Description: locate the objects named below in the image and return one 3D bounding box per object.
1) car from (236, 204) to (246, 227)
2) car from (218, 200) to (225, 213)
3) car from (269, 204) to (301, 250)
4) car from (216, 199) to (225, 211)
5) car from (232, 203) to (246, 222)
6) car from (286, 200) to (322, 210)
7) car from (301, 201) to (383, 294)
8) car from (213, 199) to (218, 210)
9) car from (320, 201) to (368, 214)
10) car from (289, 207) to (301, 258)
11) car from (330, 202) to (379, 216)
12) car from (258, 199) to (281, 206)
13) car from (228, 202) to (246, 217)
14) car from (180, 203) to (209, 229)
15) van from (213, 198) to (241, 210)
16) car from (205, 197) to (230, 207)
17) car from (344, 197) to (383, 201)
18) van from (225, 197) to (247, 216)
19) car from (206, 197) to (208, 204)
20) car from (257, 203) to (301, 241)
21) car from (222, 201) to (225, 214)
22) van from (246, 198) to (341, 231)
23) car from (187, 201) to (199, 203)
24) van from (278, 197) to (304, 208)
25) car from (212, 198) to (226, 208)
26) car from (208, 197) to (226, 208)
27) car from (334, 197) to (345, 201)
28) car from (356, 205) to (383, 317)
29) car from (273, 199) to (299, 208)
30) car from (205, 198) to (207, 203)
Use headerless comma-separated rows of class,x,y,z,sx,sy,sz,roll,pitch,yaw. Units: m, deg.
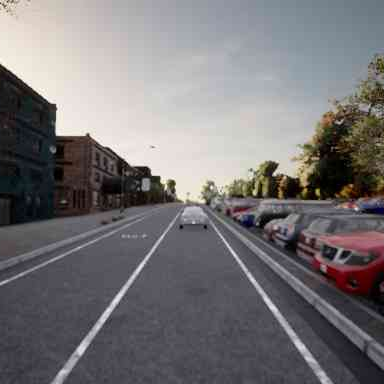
car,5.644,1.722,21.303,5.008,1.535,2.097,0,-1,0
car,5.817,1.876,35.319,5.366,1.575,1.946,0,-1,0
car,5.629,1.501,12.895,4.553,1.767,2.185,0,-1,0
car,5.623,1.912,38.118,5.008,1.535,2.097,0,-1,0
car,5.617,1.783,24.106,4.792,1.488,2.163,0,-1,0
car,18.501,2.144,55.051,5.366,1.575,1.946,0,-1,0
car,5.639,1.313,7.290,5.566,2.045,2.435,0,-1,0
car,5.592,2.014,43.725,4.792,1.488,2.163,0,-1,0
car,18.699,1.951,41.127,5.008,1.535,2.097,0,-1,0
car,5.633,1.470,10.092,4.553,1.767,2.185,0,-1,0
car,18.705,1.957,38.466,4.674,1.452,2.002,0,-1,0
car,18.682,2.569,80.109,5.008,1.535,2.097,0,-1,0
car,5.613,1.814,26.909,4.792,1.488,2.163,0,-1,0
car,0.102,1.805,24.062,1.812,1.442,4.674,0,-1,0
van,5.724,1.919,54.940,4.442,1.987,1.878,0,-1,0
car,5.632,2.205,74.560,5.566,2.045,2.435,0,-1,0
car,18.686,1.602,32.900,5.566,2.045,2.435,0,-1,0
van,5.522,1.591,29.715,4.442,1.987,1.878,0,-1,0
car,5.569,2.141,63.349,4.553,1.767,2.185,0,-1,0
car,5.688,1.533,15.698,4.553,1.767,2.185,0,-1,0
car,5.665,1.877,32.515,4.792,1.488,2.163,0,-1,0
van,5.536,1.464,18.502,4.442,1.987,1.878,0,-1,0
car,0.103,1.834,41.025,2.097,1.767,4.553,0,-1,0
van,18.797,2.042,63.411,4.442,1.987,1.878,0,-1,0
car,5.613,2.024,46.523,4.892,1.521,2.231,0,-1,0
car,5.643,1.812,49.334,5.566,2.045,2.435,0,-1,0
car,18.682,1.632,35.562,5.566,2.045,2.435,0,-1,0
car,5.642,1.281,4.487,5.566,2.045,2.435,0,-1,0
car,18.649,2.185,66.190,4.553,1.767,2.185,0,-1,0
car,5.629,2.059,66.151,5.566,2.045,2.435,0,-1,0
